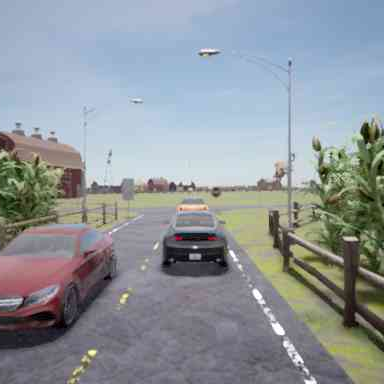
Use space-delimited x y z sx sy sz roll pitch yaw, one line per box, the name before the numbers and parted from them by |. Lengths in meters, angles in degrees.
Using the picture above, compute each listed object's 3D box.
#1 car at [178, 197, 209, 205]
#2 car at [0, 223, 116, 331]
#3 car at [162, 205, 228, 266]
car | 0.077 1.101 22.963 2.097 1.767 4.553 0 1 0
car | -2.842 1.439 6.901 1.812 1.442 4.674 1 1 0
car | 0.090 1.383 10.980 1.837 1.490 4.892 0 1 0
